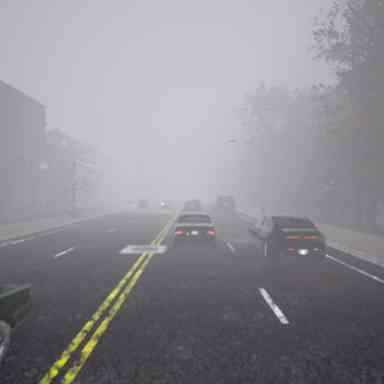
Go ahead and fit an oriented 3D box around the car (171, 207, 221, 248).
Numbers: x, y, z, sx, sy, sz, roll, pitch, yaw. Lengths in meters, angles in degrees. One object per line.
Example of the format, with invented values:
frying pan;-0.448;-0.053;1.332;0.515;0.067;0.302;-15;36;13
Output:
car;0.099;1.613;15.164;2.033;1.411;5.357;0;0;0

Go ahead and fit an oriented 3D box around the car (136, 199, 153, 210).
car;-6.578;1.703;46.527;1.837;1.490;4.892;0;0;0

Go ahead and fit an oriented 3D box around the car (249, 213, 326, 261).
car;3.350;1.559;12.436;1.837;1.490;4.892;0;0;0

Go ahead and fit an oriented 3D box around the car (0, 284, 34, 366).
car;-3.351;1.614;2.855;1.895;1.301;4.718;0;0;0

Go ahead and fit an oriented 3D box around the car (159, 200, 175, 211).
car;-3.336;1.739;44.812;2.033;1.411;5.357;0;0;0

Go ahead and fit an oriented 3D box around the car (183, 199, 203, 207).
car;0.102;1.506;35.767;2.097;1.767;4.553;0;0;0

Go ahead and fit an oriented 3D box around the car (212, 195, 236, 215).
car;3.352;1.374;35.394;2.150;2.045;5.566;0;0;0
